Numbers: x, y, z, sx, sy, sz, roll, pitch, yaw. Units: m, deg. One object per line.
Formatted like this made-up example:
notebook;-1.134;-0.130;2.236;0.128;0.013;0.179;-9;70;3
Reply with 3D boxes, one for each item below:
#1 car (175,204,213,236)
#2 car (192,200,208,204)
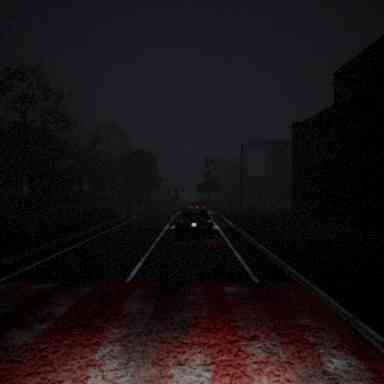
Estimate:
car;0.101;1.569;18.358;1.994;1.385;4.181;0;0;0
car;0.788;1.548;34.331;2.033;1.411;5.357;0;0;6
